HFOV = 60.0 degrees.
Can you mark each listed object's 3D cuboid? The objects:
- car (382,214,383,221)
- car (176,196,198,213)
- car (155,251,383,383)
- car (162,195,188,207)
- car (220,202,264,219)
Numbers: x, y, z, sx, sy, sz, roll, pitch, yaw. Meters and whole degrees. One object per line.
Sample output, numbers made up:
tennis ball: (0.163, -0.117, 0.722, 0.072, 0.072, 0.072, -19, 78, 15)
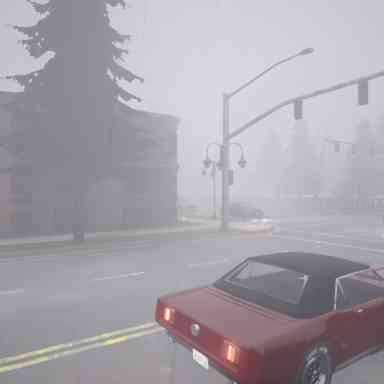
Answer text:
car: (14.686, 1.601, 21.950, 4.718, 1.301, 1.895, 0, 0, -32)
car: (-1.288, 1.352, 37.556, 2.097, 1.767, 4.553, 0, 0, -33)
car: (1.941, 1.601, 5.014, 4.718, 1.301, 1.895, 0, 0, -34)
car: (-2.729, 1.352, 52.803, 2.097, 1.767, 4.553, 0, 0, -33)
car: (4.275, 1.564, 29.074, 1.994, 1.385, 4.181, 0, 0, -33)
